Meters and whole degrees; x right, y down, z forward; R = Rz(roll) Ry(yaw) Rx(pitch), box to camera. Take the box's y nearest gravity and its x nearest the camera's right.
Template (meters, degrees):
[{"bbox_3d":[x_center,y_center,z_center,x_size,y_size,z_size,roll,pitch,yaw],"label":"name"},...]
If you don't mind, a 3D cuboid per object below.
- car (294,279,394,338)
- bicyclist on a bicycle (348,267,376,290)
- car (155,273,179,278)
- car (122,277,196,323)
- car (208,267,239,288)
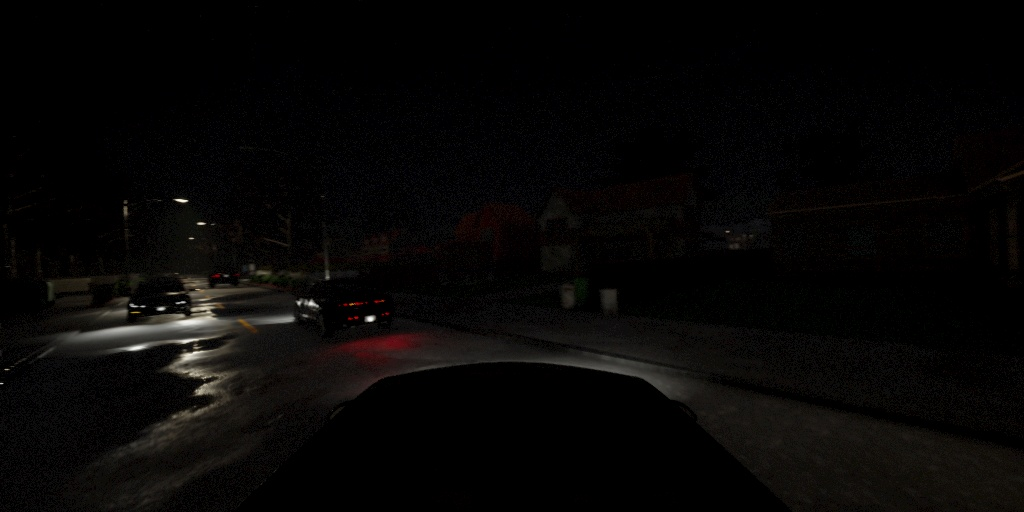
[{"bbox_3d":[-5.381,1.469,11.265,1.837,1.490,4.892,-1,-1,-42],"label":"car"},{"bbox_3d":[-8.771,1.451,20.984,1.656,1.620,0.582,-3,0,-43],"label":"bicyclist on a bicycle"},{"bbox_3d":[-21.655,2.072,22.395,1.882,1.535,5.008,-2,0,-43],"label":"car"},{"bbox_3d":[-15.127,1.844,15.492,1.837,1.490,4.892,-2,0,-43],"label":"car"},{"bbox_3d":[-30.095,2.152,37.389,2.150,2.045,5.566,-2,0,-43],"label":"car"}]
